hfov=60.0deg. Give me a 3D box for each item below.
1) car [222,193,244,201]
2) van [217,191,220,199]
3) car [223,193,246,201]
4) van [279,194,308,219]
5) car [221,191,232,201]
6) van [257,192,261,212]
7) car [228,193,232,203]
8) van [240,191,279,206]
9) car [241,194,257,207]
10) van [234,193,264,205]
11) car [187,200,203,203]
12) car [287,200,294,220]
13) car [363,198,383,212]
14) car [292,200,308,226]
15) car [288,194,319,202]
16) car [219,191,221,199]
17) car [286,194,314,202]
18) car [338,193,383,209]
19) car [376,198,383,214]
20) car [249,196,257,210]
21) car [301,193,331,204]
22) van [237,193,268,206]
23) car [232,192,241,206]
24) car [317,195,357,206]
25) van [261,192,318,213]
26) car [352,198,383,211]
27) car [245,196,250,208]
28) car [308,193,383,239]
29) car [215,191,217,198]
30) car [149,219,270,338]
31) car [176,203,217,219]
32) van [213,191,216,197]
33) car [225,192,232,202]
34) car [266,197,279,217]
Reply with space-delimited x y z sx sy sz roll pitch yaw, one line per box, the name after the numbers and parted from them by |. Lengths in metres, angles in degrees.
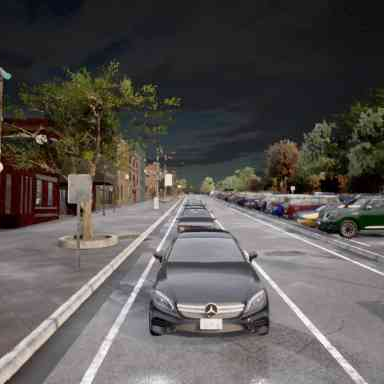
8.883 1.014 73.098 4.553 1.767 2.185 0 1 0 | car
8.760 0.864 78.702 4.442 1.987 1.878 0 1 0 | van
8.902 1.039 70.294 4.553 1.767 2.185 0 1 0 | car
9.348 1.237 25.436 4.442 1.987 1.878 0 0 0 | van
8.942 0.964 64.687 5.566 2.045 2.435 0 1 0 | car
9.292 1.222 33.848 4.442 1.987 1.878 0 0 0 | van
9.020 1.291 56.280 4.892 1.521 2.231 0 1 0 | car
9.217 1.163 45.068 4.442 1.987 1.878 0 0 0 | van
9.126 1.409 42.262 4.892 1.521 2.231 0 0 0 | car
9.161 1.089 53.476 4.442 1.987 1.878 0 1 0 | van
0.233 1.443 29.851 2.128 1.511 4.902 0 0 0 | car
9.253 1.506 22.632 4.674 1.452 2.002 0 0 0 | car
22.202 1.469 37.411 4.792 1.488 2.163 0 0 0 | car
9.083 1.466 19.828 5.366 1.575 1.946 0 0 0 | car
21.862 1.209 65.173 5.366 1.575 1.946 0 0 0 | car
8.923 0.939 67.490 5.566 2.045 2.435 0 1 0 | car
22.034 1.188 67.951 4.892 1.521 2.231 0 1 0 | car
22.166 1.153 42.967 5.566 2.045 2.435 0 0 0 | car
22.435 1.444 34.640 5.366 1.575 1.946 0 0 0 | car
9.186 1.470 36.651 4.792 1.488 2.163 0 0 0 | car
22.115 1.136 59.624 4.553 1.767 2.185 0 1 0 | car
9.180 1.114 50.673 4.442 1.987 1.878 0 1 0 | van
9.054 1.113 47.867 5.566 2.045 2.435 0 1 0 | car
22.325 1.333 51.298 5.366 1.575 1.946 0 1 0 | car
9.078 1.230 31.045 4.442 1.987 1.878 0 0 0 | van
22.242 1.452 40.194 4.792 1.488 2.163 0 0 0 | car
9.135 1.466 39.459 4.674 1.452 2.002 0 0 0 | car
9.259 1.221 17.025 5.566 2.045 2.435 0 0 0 | car
8.853 1.065 81.508 5.008 1.535 2.097 0 1 0 | car
0.256 1.524 6.824 1.812 1.442 4.674 0 0 0 | car
0.201 1.532 17.403 2.033 1.411 5.357 0 0 0 | car
8.685 0.765 89.914 4.442 1.987 1.878 0 1 0 | van
8.986 1.280 61.887 4.674 1.452 2.002 0 1 0 | car
9.208 1.460 28.239 5.008 1.535 2.097 0 0 0 | car
